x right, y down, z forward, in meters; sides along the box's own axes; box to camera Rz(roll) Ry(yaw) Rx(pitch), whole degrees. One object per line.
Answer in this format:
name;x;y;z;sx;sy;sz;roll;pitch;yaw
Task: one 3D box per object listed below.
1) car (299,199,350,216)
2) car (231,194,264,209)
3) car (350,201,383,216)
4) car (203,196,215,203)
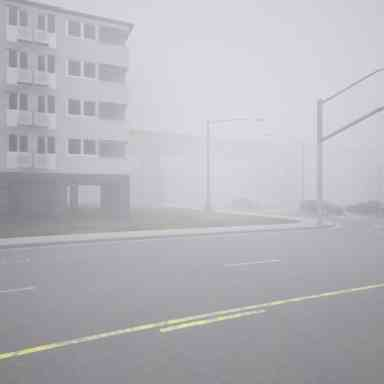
car;12.927;1.504;33.438;1.837;1.490;4.892;0;0;-25
car;7.208;1.487;45.684;2.128;1.511;4.902;0;1;-25
car;17.568;1.547;32.284;2.033;1.411;5.357;0;0;-25
car;3.450;1.509;66.731;1.837;1.490;4.892;0;0;14
